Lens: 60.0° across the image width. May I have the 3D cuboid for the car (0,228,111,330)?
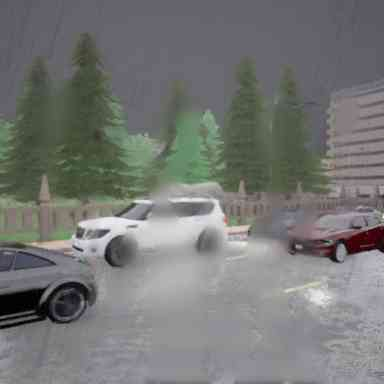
[{"bbox_3d":[-3.779,1.564,5.588,4.181,1.385,1.994,0,0,-35],"label":"car"}]

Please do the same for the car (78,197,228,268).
[{"bbox_3d":[-1.244,1.226,11.694,5.566,2.045,2.150,0,0,-35],"label":"car"}]

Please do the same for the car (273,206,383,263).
[{"bbox_3d":[5.486,1.486,12.173,5.008,1.535,1.882,0,0,-36],"label":"car"}]

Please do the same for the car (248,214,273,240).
[{"bbox_3d":[4.630,1.574,15.768,4.181,1.385,1.994,0,0,-35],"label":"car"}]
